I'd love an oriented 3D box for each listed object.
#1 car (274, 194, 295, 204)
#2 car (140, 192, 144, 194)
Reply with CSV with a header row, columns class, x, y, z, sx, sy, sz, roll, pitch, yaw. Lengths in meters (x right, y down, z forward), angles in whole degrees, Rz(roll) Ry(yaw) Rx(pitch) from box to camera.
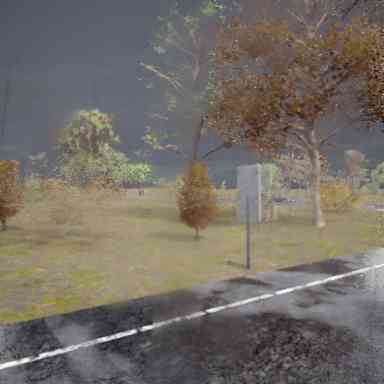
class,x,y,z,sx,sy,sz,roll,pitch,yaw
car,13.866,1.119,52.064,2.128,1.511,4.902,-1,1,-35
car,-12.813,0.618,92.564,1.895,1.301,4.718,-1,1,-28
